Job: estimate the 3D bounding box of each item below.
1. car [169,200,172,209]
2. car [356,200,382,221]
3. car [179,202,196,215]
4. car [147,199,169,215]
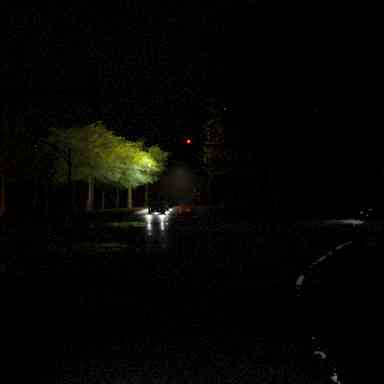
[{"bbox_3d":[-4.420,2.091,49.848,1.812,1.442,4.674,0,-1,-1],"label":"car"},{"bbox_3d":[12.464,1.016,20.521,4.181,1.385,1.994,-2,-1,2],"label":"car"},{"bbox_3d":[-0.500,1.852,38.859,1.882,1.535,5.008,0,-1,-2],"label":"car"},{"bbox_3d":[-4.196,1.901,40.092,1.837,1.490,4.892,0,-1,-1],"label":"car"}]
